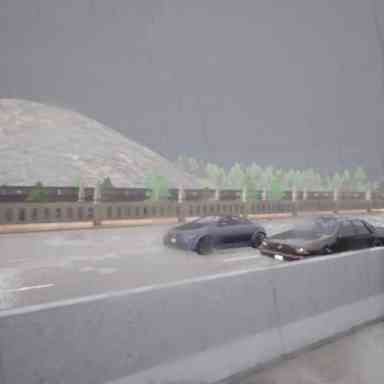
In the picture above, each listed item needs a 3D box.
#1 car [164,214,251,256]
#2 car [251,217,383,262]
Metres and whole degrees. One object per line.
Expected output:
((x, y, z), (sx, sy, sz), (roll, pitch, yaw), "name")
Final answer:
((1.003, 1.565, 13.087), (4.181, 1.385, 1.994), (0, 0, -34), "car")
((4.804, 1.579, 11.429), (5.357, 1.411, 2.033), (0, 0, -34), "car")
